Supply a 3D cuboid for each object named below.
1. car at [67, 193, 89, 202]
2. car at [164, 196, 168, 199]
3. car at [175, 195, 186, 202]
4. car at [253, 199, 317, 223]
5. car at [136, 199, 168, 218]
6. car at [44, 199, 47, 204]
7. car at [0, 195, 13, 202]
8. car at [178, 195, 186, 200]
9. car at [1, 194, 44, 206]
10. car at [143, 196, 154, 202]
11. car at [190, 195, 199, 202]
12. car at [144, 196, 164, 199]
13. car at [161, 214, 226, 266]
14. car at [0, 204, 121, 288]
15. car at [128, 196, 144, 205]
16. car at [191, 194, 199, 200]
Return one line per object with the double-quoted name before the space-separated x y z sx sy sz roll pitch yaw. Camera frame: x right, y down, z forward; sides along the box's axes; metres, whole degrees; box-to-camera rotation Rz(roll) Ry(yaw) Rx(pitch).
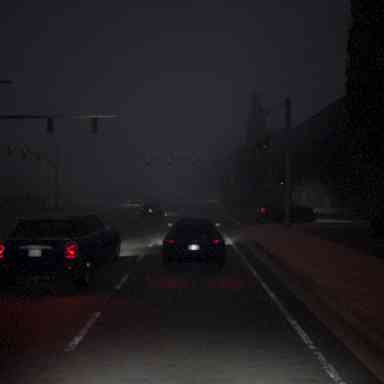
"car" -24.954 1.182 71.570 3.866 1.878 1.905 0 0 0
"car" -6.494 1.548 76.397 1.812 1.442 4.674 0 0 1
"car" -2.920 1.525 79.182 1.837 1.490 4.892 0 0 1
"car" 7.063 1.361 25.219 4.553 1.767 2.097 0 0 -9
"car" -3.560 1.574 30.330 1.994 1.385 4.181 0 0 0
"car" -24.925 1.175 51.946 3.866 1.878 1.905 0 0 0
"car" -42.409 1.391 74.453 3.905 1.438 1.784 0 0 0
"car" -2.657 1.472 89.282 1.812 1.442 4.674 0 0 1
"car" -24.981 1.171 49.052 4.605 1.855 1.932 0 0 0
"car" -9.994 1.577 76.413 1.994 1.385 4.181 0 0 1
"car" 0.565 1.561 78.548 2.033 1.411 5.357 0 0 1
"car" -6.932 1.585 60.871 1.994 1.385 4.181 0 0 2
"car" 0.061 1.568 11.586 1.994 1.385 4.181 0 0 0
"car" -3.446 1.356 9.449 2.097 1.767 4.553 0 0 0
"car" -10.430 1.525 60.883 1.837 1.490 4.892 0 0 2
"car" 0.842 1.425 89.193 1.882 1.535 5.008 0 0 1
